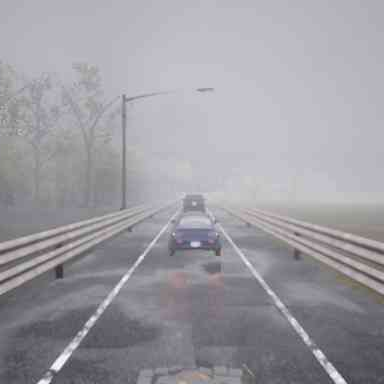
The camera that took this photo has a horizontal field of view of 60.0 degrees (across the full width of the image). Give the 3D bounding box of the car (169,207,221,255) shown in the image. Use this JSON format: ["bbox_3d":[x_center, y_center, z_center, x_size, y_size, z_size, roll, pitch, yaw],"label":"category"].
[{"bbox_3d":[0.114,1.535,13.191,1.812,1.442,4.674,0,0,0],"label":"car"}]

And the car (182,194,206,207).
[{"bbox_3d":[0.226,1.243,33.533,2.150,2.045,5.566,0,0,0],"label":"car"}]
